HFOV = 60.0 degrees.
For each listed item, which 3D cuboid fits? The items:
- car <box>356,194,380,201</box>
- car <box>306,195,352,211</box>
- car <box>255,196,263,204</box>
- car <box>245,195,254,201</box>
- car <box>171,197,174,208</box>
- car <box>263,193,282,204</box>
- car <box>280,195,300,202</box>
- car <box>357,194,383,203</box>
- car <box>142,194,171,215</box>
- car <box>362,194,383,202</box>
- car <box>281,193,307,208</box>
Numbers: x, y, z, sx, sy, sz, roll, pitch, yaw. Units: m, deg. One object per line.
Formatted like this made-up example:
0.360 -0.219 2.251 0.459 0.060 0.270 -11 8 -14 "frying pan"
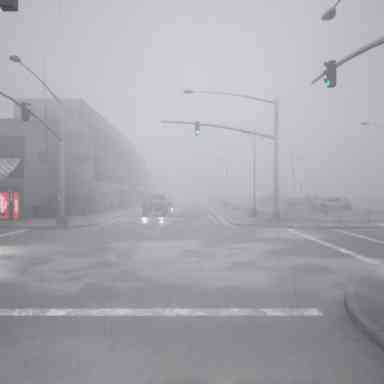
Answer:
39.890 1.311 75.480 4.514 1.523 2.007 0 0 0 "car"
14.476 1.227 34.756 3.806 1.475 1.970 0 0 0 "car"
13.728 1.079 56.873 4.605 1.855 1.932 0 0 0 "car"
13.856 1.345 75.457 3.633 1.501 1.845 0 0 0 "car"
-3.611 1.449 48.441 1.882 1.535 5.008 0 0 0 "car"
14.142 1.061 53.968 3.866 1.878 1.905 0 0 0 "car"
21.278 1.357 72.481 3.806 1.475 1.970 0 0 0 "car"
32.276 1.299 60.494 3.633 1.501 1.845 0 0 0 "car"
-3.612 1.202 33.425 2.150 2.045 5.566 0 0 0 "car"
39.944 1.303 72.344 5.027 1.636 2.152 0 0 0 "car"
14.149 1.145 41.174 5.027 1.636 2.152 0 0 0 "car"
